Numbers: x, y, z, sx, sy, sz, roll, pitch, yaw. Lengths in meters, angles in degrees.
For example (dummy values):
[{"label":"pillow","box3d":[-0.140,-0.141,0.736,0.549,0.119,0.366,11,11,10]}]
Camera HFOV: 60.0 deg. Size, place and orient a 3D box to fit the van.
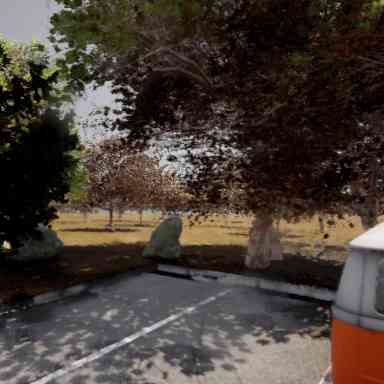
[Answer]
[{"label":"van","box3d":[2.978,1.254,3.781,1.878,1.987,4.442,0,0,35]}]
